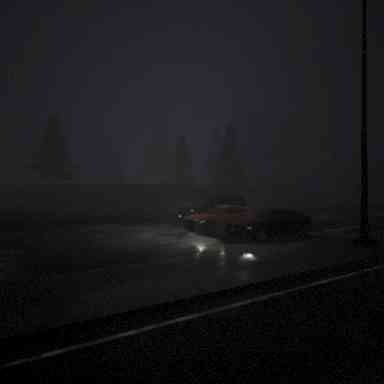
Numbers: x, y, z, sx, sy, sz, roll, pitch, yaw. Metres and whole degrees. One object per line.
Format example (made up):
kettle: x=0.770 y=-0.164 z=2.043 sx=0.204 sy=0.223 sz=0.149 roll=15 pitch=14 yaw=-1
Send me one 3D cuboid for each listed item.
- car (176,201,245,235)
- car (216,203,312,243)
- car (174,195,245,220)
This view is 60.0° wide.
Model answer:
car: x=1.819 y=1.496 z=19.334 sx=5.008 sy=1.535 sz=1.882 roll=0 pitch=0 yaw=-35
car: x=3.853 y=1.496 z=16.485 sx=5.008 sy=1.535 sz=1.882 roll=0 pitch=0 yaw=-35
car: x=1.480 y=1.248 z=23.368 sx=5.566 sy=2.045 sz=2.150 roll=1 pitch=0 yaw=-35
